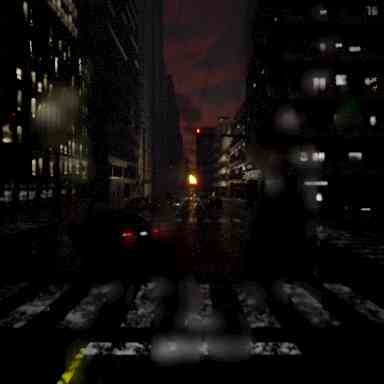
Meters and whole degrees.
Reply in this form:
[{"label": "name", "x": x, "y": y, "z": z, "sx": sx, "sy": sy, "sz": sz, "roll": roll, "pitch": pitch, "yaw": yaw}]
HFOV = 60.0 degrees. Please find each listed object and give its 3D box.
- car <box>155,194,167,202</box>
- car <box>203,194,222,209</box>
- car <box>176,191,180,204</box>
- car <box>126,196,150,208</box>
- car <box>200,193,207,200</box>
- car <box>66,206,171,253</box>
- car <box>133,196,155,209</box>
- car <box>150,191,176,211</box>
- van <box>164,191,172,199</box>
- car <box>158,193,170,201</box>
[{"label": "car", "x": -5.707, "y": 1.112, "z": 62.386, "sx": 1.802, "sy": 1.307, "sz": 4.206, "roll": -1, "pitch": 0, "yaw": 0}, {"label": "car", "x": 2.674, "y": 1.250, "z": 39.769, "sx": 2.008, "sy": 1.369, "sz": 4.403, "roll": -1, "pitch": 0, "yaw": 0}, {"label": "car", "x": -3.079, "y": 0.827, "z": 52.579, "sx": 2.150, "sy": 2.045, "sz": 5.566, "roll": 0, "pitch": 0, "yaw": 0}, {"label": "car", "x": -5.706, "y": 1.268, "z": 33.944, "sx": 1.752, "sy": 1.417, "sz": 4.829, "roll": -1, "pitch": 0, "yaw": 0}, {"label": "car", "x": 2.670, "y": 0.886, "z": 73.695, "sx": 1.967, "sy": 1.590, "sz": 4.097, "roll": -1, "pitch": 0, "yaw": 0}, {"label": "car", "x": -3.255, "y": 1.446, "z": 13.268, "sx": 2.033, "sy": 1.411, "sz": 5.357, "roll": 0, "pitch": 0, "yaw": -39}, {"label": "car", "x": -5.706, "y": 1.265, "z": 39.768, "sx": 1.947, "sy": 1.339, "sz": 4.313, "roll": -1, "pitch": 0, "yaw": 0}, {"label": "car", "x": -3.103, "y": 0.960, "z": 34.409, "sx": 2.150, "sy": 2.045, "sz": 5.566, "roll": 0, "pitch": 0, "yaw": 0}, {"label": "van", "x": -5.712, "y": 0.745, "z": 79.348, "sx": 1.690, "sy": 1.788, "sz": 3.998, "roll": -1, "pitch": 0, "yaw": 0}, {"label": "car", "x": -5.708, "y": 1.033, "z": 68.040, "sx": 1.887, "sy": 1.381, "sz": 4.507, "roll": -1, "pitch": 0, "yaw": 0}]
